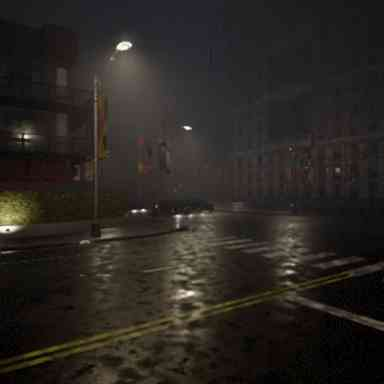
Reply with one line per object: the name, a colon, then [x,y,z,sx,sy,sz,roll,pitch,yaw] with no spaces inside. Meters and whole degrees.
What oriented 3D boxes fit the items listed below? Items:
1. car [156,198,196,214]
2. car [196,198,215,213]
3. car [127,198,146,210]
car: [-2.018,1.469,34.829,1.837,1.490,4.892,0,0,-35]
car: [0.508,1.434,37.327,1.882,1.535,5.008,0,0,-35]
car: [-7.637,1.527,42.940,1.994,1.385,4.181,0,0,-34]
